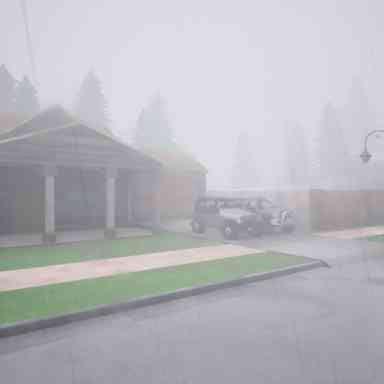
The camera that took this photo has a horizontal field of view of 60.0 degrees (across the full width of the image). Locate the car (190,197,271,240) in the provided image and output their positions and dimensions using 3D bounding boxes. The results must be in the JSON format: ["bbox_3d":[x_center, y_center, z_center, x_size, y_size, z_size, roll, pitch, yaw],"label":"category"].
[{"bbox_3d":[1.557,1.175,15.944,1.905,1.878,3.866,0,0,-36],"label":"car"}]

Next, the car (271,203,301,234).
[{"bbox_3d":[3.376,1.173,17.722,1.932,1.855,4.605,0,0,-36],"label":"car"}]
